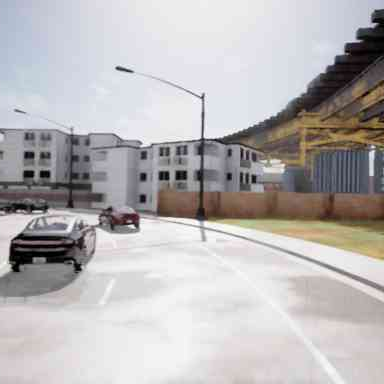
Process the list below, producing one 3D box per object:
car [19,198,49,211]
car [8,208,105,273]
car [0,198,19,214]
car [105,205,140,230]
[{"bbox_3d":[-16.853,1.382,34.448,4.902,1.511,2.128,1,-1,33],"label":"car"},{"bbox_3d":[-4.182,1.478,10.609,2.128,1.511,4.902,1,0,-10],"label":"car"},{"bbox_3d":[-19.195,1.319,31.803,4.902,1.511,2.128,1,-1,32],"label":"car"},{"bbox_3d":[-4.762,1.572,21.600,1.812,1.442,4.674,2,-1,-28],"label":"car"}]
